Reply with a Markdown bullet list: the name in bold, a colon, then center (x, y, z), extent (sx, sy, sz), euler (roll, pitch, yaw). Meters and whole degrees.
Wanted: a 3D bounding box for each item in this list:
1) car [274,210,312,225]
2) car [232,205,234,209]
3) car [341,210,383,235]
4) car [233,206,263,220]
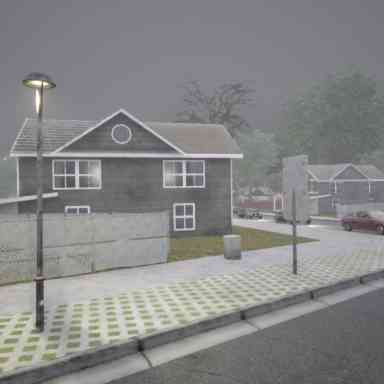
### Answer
- **car**: center (9.422, 2.324, 31.411), extent (1.994, 1.385, 4.181), euler (-1, -2, -13)
- **car**: center (6.651, 2.978, 55.525), extent (1.812, 1.442, 4.674), euler (-1, -1, -14)
- **car**: center (11.791, 1.937, 21.768), extent (1.812, 1.442, 4.674), euler (-1, -2, -14)
- **car**: center (7.099, 2.655, 41.131), extent (1.994, 1.385, 4.181), euler (-1, -2, -13)
